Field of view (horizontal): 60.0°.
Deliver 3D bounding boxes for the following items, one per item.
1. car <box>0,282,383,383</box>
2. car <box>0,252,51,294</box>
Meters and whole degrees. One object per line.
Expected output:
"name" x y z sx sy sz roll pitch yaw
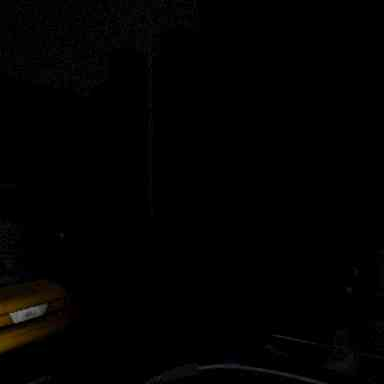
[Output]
"car" 0.745 1.560 2.275 4.403 1.369 2.008 0 -1 36
"car" -3.991 1.565 5.700 4.829 1.417 1.752 0 -1 36
